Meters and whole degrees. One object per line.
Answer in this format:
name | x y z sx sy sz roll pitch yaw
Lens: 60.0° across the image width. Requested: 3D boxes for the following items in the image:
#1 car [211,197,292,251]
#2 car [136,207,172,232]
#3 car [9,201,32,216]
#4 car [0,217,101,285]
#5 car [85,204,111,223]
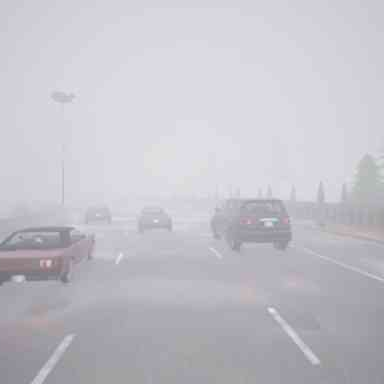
car | 2.340 1.244 14.436 2.150 2.045 5.566 0 0 -8
car | -2.477 1.631 21.009 1.994 1.385 4.181 0 0 -12
car | -18.732 1.764 36.466 1.812 1.442 4.674 0 0 -25
car | -4.086 1.642 9.606 1.895 1.301 4.718 0 0 -6
car | -7.518 1.681 26.673 1.994 1.385 4.181 0 0 -16
